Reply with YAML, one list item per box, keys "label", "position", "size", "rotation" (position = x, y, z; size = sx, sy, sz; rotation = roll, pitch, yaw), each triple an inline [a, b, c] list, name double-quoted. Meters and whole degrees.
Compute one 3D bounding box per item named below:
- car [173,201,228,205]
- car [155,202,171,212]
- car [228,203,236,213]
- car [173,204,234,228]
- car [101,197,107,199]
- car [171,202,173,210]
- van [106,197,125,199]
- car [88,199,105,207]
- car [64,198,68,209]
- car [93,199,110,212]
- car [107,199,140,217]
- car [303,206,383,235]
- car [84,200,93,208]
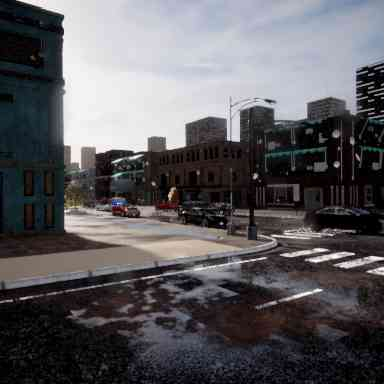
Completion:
- label: "car"
  position: [0.685, 1.619, 29.388]
  size: [2.097, 1.767, 4.553]
  rotation: [-1, 0, -35]
- label: "car"
  position: [-3.528, 1.966, 45.341]
  size: [1.802, 1.307, 4.206]
  rotation: [-2, 0, -35]
- label: "car"
  position: [2.870, 1.809, 36.308]
  size: [2.008, 1.369, 4.403]
  rotation: [-2, 0, -35]
- label: "car"
  position: [0.757, 1.814, 24.585]
  size: [1.947, 1.339, 4.313]
  rotation: [-1, 0, -35]
- label: "car"
  position: [-16.334, 1.939, 63.407]
  size: [2.192, 1.841, 5.009]
  rotation: [-1, 0, -35]
- label: "car"
  position: [-0.329, 1.903, 40.825]
  size: [1.802, 1.307, 4.206]
  rotation: [-2, 0, -35]
- label: "van"
  position: [-13.133, 1.906, 58.890]
  size: [1.690, 1.788, 3.998]
  rotation: [-1, 0, -35]
- label: "car"
  position: [-19.528, 2.227, 67.923]
  size: [1.887, 1.381, 4.507]
  rotation: [-1, 0, -35]
- label: "car"
  position: [-23.067, 2.232, 58.422]
  size: [1.752, 1.417, 4.829]
  rotation: [-1, 0, -35]
- label: "car"
  position: [-12.088, 2.117, 47.479]
  size: [1.895, 1.301, 4.718]
  rotation: [-1, 0, -35]
- label: "car"
  position: [-7.169, 1.846, 35.978]
  size: [1.967, 1.590, 4.097]
  rotation: [-1, 0, -35]
- label: "car"
  position: [8.781, 1.551, 18.892]
  size: [2.128, 1.511, 4.902]
  rotation: [0, -2, -43]
- label: "car"
  position: [-19.270, 2.230, 63.093]
  size: [1.994, 1.385, 4.181]
  rotation: [-1, 0, -35]
